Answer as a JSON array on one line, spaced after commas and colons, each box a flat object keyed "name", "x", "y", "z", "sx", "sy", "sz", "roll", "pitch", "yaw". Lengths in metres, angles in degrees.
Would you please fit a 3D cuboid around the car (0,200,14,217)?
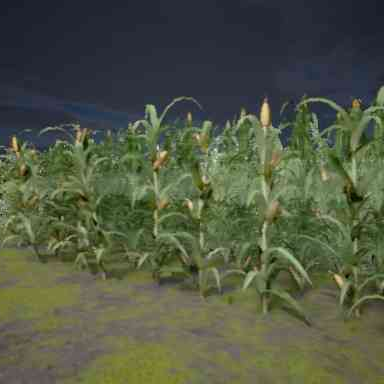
[{"name": "car", "x": -13.880, "y": 1.216, "z": 26.615, "sx": 2.033, "sy": 1.411, "sz": 5.357, "roll": -1, "pitch": 0, "yaw": 35}]
